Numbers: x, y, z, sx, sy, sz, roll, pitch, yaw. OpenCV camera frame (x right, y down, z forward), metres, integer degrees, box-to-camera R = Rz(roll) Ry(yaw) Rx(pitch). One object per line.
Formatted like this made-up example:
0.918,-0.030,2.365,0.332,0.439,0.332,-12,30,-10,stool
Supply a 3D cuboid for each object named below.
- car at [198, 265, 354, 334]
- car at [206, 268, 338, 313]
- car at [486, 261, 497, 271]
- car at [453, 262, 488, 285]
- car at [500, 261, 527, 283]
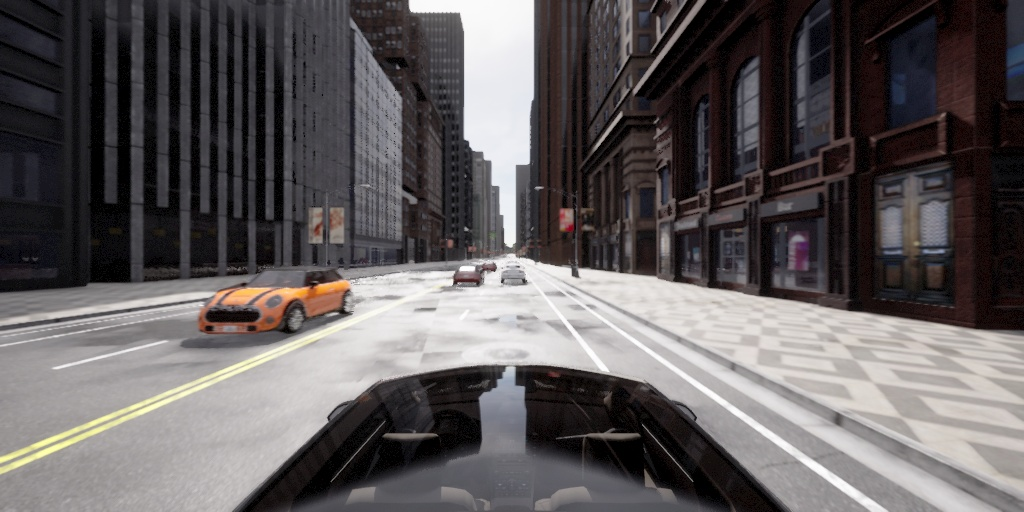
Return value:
-6.587,1.108,10.629,2.097,1.767,4.553,0,0,0,car
-9.820,1.309,15.398,2.033,1.411,5.357,0,0,0,car
-3.147,1.384,50.373,1.994,1.385,4.181,0,0,0,car
-3.148,1.342,26.582,1.994,1.385,4.181,0,0,0,car
0.099,1.306,28.468,1.812,1.442,4.674,0,0,0,car
